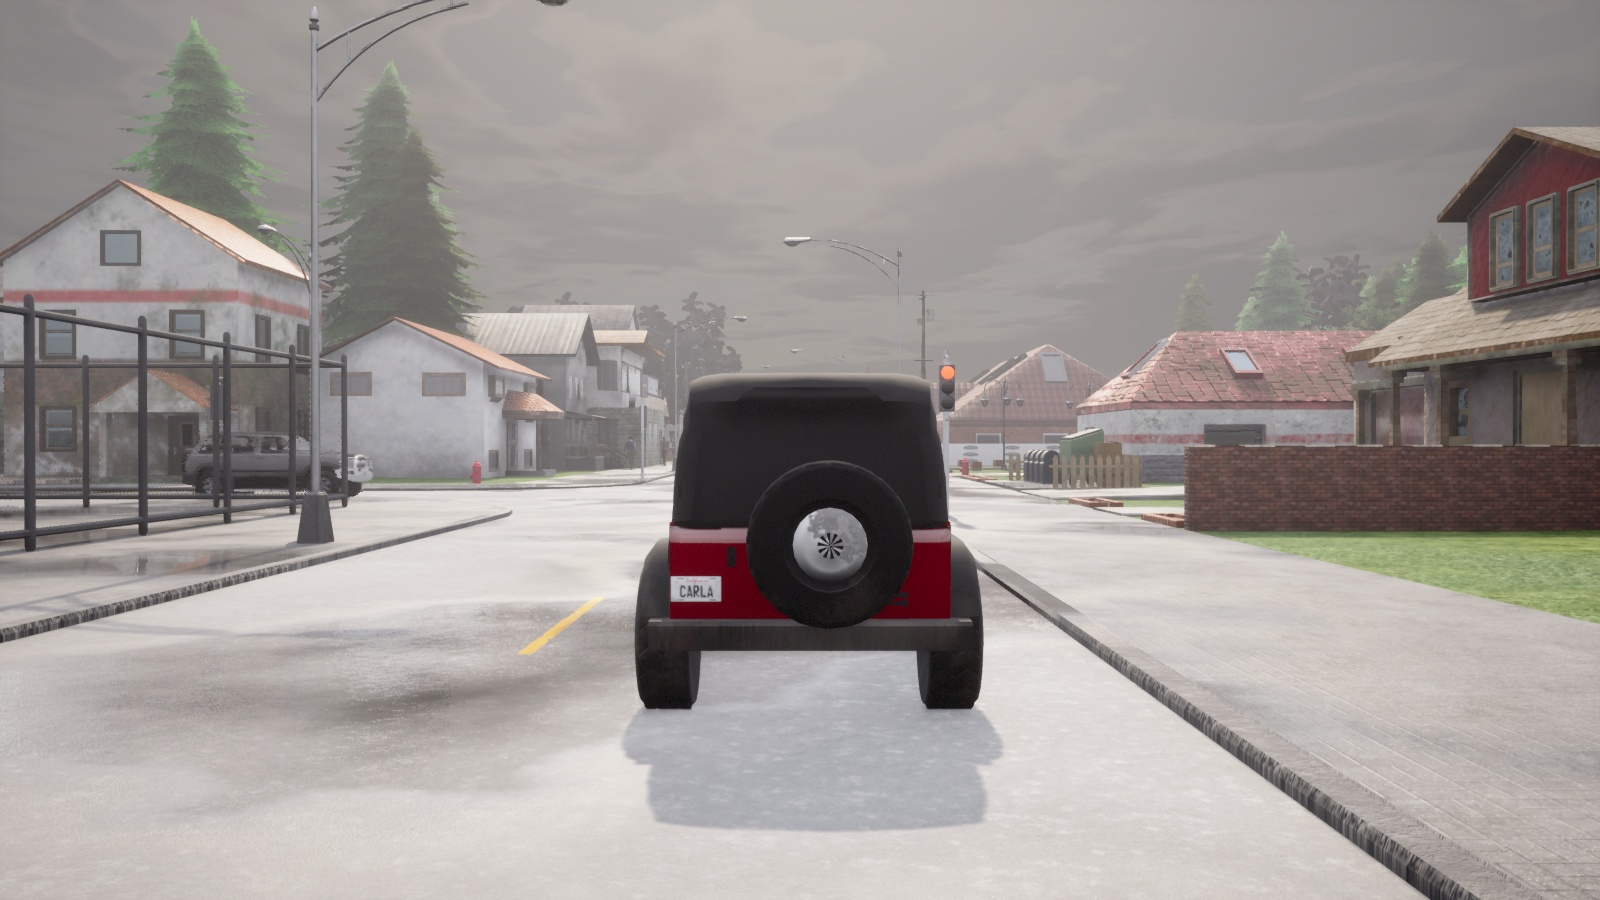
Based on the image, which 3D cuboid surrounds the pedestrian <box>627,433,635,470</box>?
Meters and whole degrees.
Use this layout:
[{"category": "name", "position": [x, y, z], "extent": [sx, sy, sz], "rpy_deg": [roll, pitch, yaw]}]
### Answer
[{"category": "pedestrian", "position": [-8.958, 0.073, 66.650], "extent": [0.423, 1.949, 0.788], "rpy_deg": [0, 0, -7]}]

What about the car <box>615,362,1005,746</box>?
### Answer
[{"category": "car", "position": [0.055, 0.497, 8.079], "extent": [1.905, 1.878, 3.866], "rpy_deg": [0, 0, 0]}]

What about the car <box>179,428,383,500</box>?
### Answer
[{"category": "car", "position": [-13.700, 0.364, 33.316], "extent": [4.605, 1.855, 1.932], "rpy_deg": [0, 0, 0]}]
